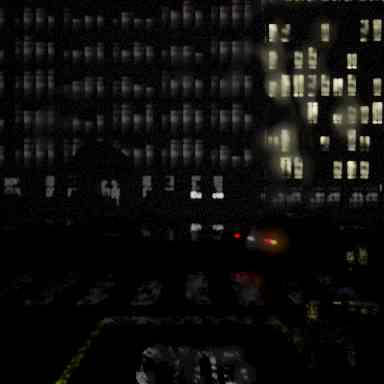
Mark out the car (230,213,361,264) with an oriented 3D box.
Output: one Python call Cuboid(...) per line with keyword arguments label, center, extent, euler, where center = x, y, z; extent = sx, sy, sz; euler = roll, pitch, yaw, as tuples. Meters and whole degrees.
Cuboid(label="car", center=(3.722, 1.424, 11.406), extent=(5.357, 1.411, 2.033), euler=(0, 1, -39))
